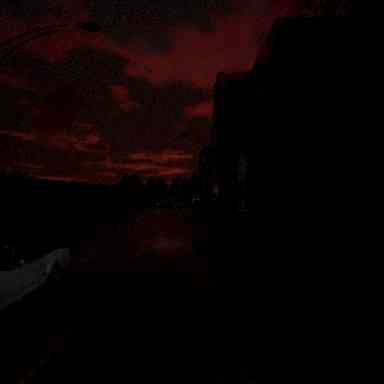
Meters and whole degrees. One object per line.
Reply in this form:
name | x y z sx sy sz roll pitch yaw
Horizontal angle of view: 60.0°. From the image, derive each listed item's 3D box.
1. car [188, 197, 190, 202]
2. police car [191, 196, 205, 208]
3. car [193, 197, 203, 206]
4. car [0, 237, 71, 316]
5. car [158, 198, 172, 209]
car | -0.028 1.896 87.996 2.128 1.511 4.902 0 0 0
police car | 1.170 1.695 54.992 1.930 1.638 5.238 0 -1 0
car | 1.178 1.781 65.070 1.801 1.575 5.366 0 0 0
car | -4.102 1.634 6.489 1.895 1.301 4.718 0 0 0
car | -4.089 1.731 50.640 1.882 1.535 5.008 0 -1 0
